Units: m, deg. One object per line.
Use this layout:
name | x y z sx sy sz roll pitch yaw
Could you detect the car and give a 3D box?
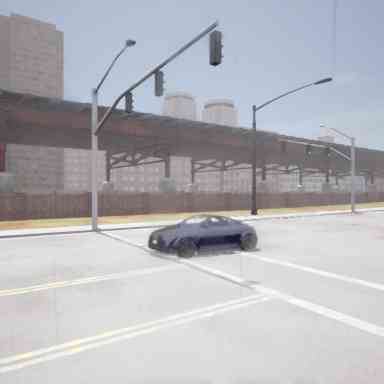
car | 0.449 1.564 12.601 4.181 1.385 1.994 0 0 -29
